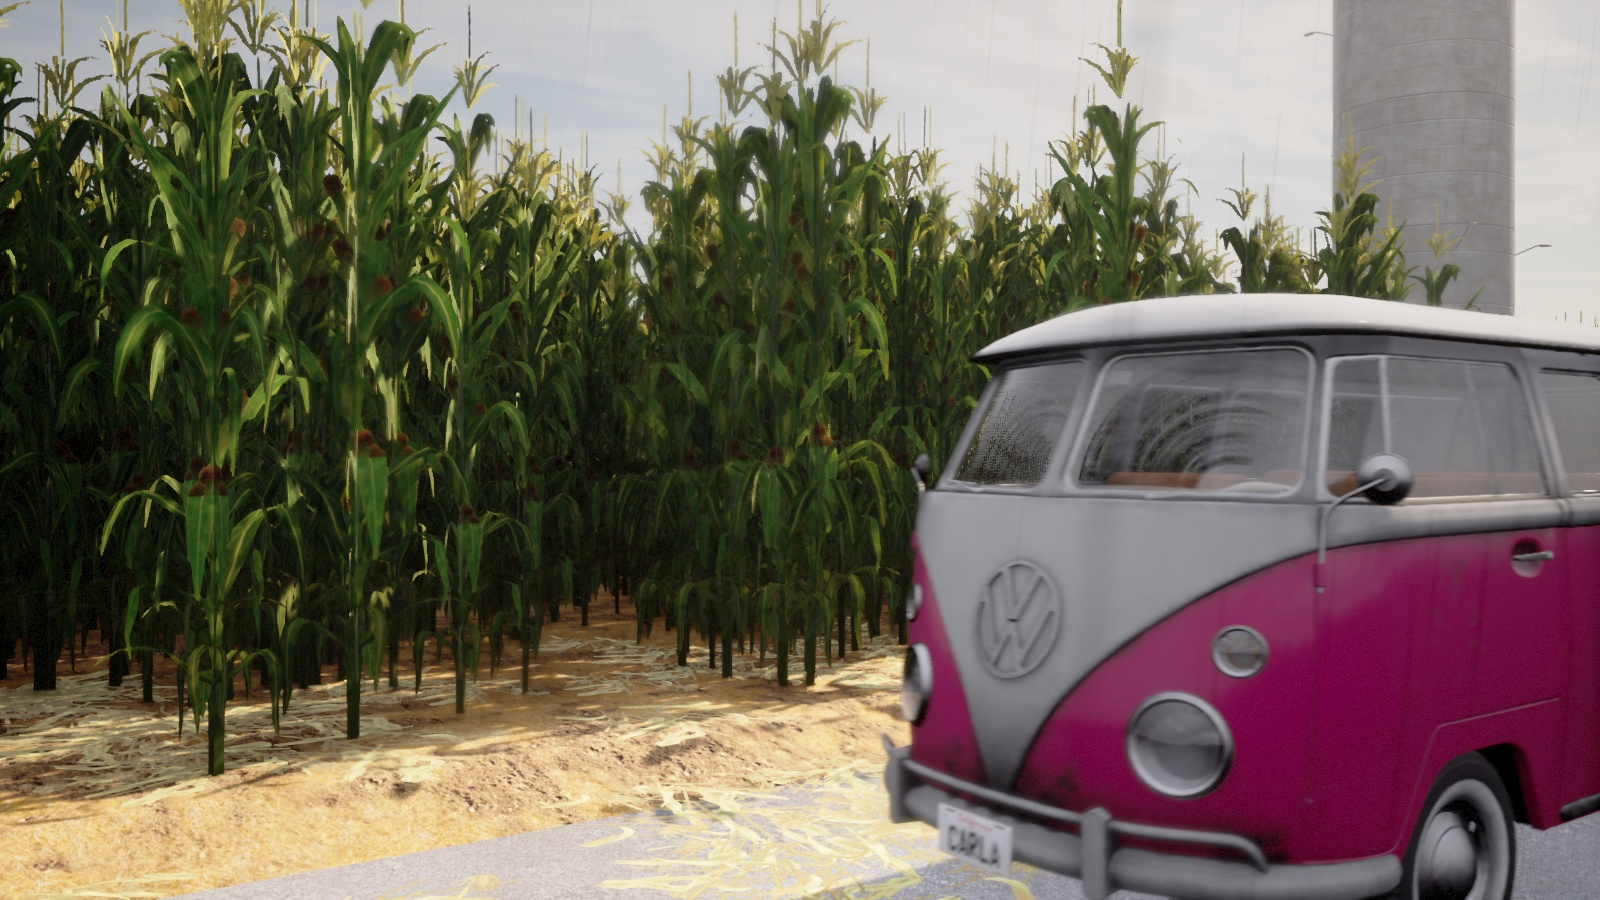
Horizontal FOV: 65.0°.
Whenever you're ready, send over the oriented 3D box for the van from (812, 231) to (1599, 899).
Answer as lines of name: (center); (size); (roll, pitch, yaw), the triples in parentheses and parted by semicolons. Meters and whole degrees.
van: (2.375, 0.497, 4.825); (4.442, 1.987, 1.775); (0, 0, -35)
